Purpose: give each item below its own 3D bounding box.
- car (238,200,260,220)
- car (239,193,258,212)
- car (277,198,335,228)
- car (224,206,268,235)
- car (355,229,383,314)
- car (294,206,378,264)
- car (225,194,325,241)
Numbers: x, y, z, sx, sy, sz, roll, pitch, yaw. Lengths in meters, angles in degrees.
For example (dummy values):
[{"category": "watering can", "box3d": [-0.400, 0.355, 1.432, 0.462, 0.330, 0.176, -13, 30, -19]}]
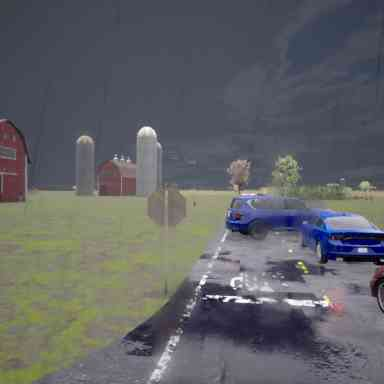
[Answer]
[{"category": "car", "box3d": [5.068, 1.504, 29.745, 1.837, 1.490, 4.892, 0, 0, 9]}, {"category": "car", "box3d": [6.825, 1.216, 40.303, 2.150, 2.045, 5.566, 0, 0, 10]}, {"category": "car", "box3d": [7.648, 1.353, 22.894, 2.097, 1.767, 4.553, 0, 0, -5]}, {"category": "car", "box3d": [3.085, 1.606, 19.867, 1.895, 1.301, 4.718, 0, 0, 1]}, {"category": "car", "box3d": [4.620, 1.529, 4.584, 1.812, 1.442, 4.674, 0, 0, -9]}, {"category": "car", "box3d": [5.111, 1.481, 11.761, 1.882, 1.535, 5.008, 0, 0, 8]}, {"category": "car", "box3d": [4.436, 1.219, 16.580, 5.566, 2.045, 2.150, 0, 1, -9]}]
